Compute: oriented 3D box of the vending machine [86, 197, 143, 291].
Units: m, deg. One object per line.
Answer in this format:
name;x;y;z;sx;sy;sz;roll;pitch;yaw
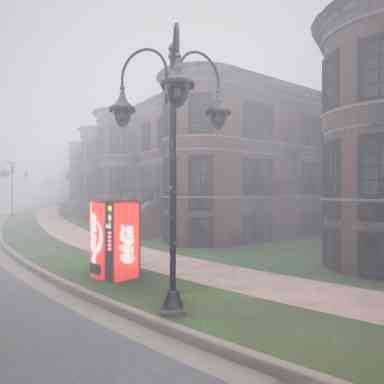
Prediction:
vending machine;-1.923;1.195;8.276;1.100;2.100;0.880;0;0;-44
